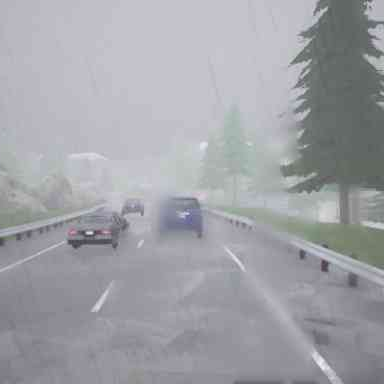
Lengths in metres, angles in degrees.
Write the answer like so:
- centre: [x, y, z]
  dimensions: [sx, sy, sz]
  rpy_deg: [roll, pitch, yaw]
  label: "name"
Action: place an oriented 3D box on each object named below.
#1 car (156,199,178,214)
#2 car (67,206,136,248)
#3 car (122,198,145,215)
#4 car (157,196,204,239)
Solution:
- centre: [-2.848, 1.552, 37.164]
  dimensions: [2.033, 1.411, 5.357]
  rpy_deg: [0, 0, -9]
  label: "car"
- centre: [-3.935, 1.553, 14.764]
  dimensions: [2.033, 1.411, 5.357]
  rpy_deg: [0, 0, -4]
  label: "car"
- centre: [-5.890, 1.361, 33.604]
  dimensions: [2.097, 1.767, 4.553]
  rpy_deg: [0, 0, -8]
  label: "car"
- centre: [-0.645, 1.223, 17.664]
  dimensions: [2.150, 2.045, 5.566]
  rpy_deg: [0, 0, -4]
  label: "car"
